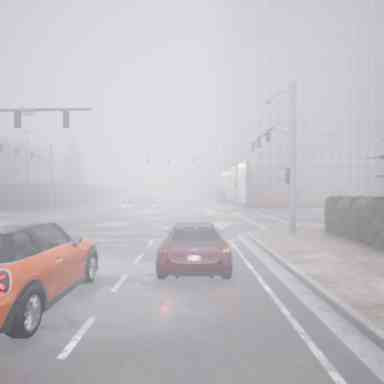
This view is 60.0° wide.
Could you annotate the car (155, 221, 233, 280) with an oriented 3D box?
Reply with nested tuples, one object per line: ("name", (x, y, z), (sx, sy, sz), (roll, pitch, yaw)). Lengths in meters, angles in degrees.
("car", (0.060, 1.534, 9.907), (1.994, 1.385, 4.181), (0, 0, 0))

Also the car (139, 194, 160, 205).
("car", (-7.157, 1.184, 56.389), (2.097, 1.767, 4.553), (0, 0, 0))

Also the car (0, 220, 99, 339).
("car", (-3.452, 1.332, 6.721), (2.097, 1.767, 4.553), (0, 0, 0))

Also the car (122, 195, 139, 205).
("car", (-10.657, 1.323, 56.569), (2.128, 1.511, 4.902), (0, 0, 0))

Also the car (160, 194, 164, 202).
("car", (-7.129, 1.286, 71.829), (1.837, 1.490, 4.892), (0, 0, 0))

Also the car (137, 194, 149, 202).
("car", (-10.630, 1.264, 72.030), (1.882, 1.535, 5.008), (0, 0, 0))
